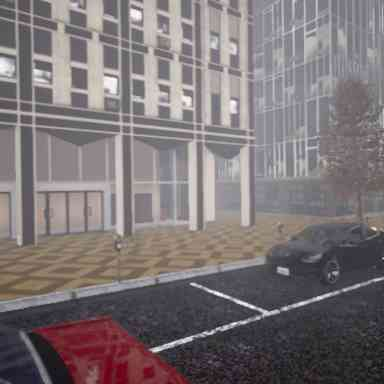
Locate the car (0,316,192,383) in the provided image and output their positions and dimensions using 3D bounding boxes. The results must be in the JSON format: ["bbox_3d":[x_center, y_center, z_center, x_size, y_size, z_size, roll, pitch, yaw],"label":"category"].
[{"bbox_3d":[-2.297,1.602,1.741,4.718,1.301,1.895,0,0,-36],"label":"car"}]

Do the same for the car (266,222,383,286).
[{"bbox_3d":[3.997,1.553,9.385,4.313,1.339,1.947,0,-1,-35],"label":"car"}]
